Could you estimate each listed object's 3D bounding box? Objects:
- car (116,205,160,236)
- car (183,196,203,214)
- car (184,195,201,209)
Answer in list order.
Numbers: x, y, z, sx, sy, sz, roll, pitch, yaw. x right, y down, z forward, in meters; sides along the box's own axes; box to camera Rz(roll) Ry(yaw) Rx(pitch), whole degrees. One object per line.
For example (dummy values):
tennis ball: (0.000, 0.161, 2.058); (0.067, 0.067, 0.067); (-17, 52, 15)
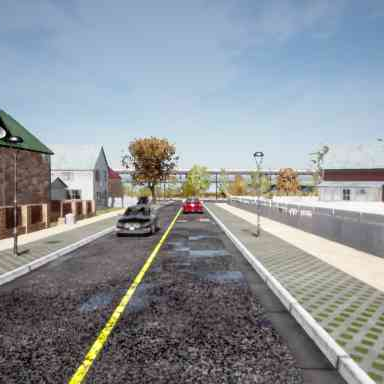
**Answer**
car: (-2.859, 1.498, 18.279); (1.837, 1.490, 4.892); (0, 0, 0)
car: (0.075, 1.346, 35.359); (2.097, 1.767, 4.553); (0, 0, 0)
car: (0.072, 1.354, 45.120); (2.097, 1.767, 4.553); (0, 0, 0)
